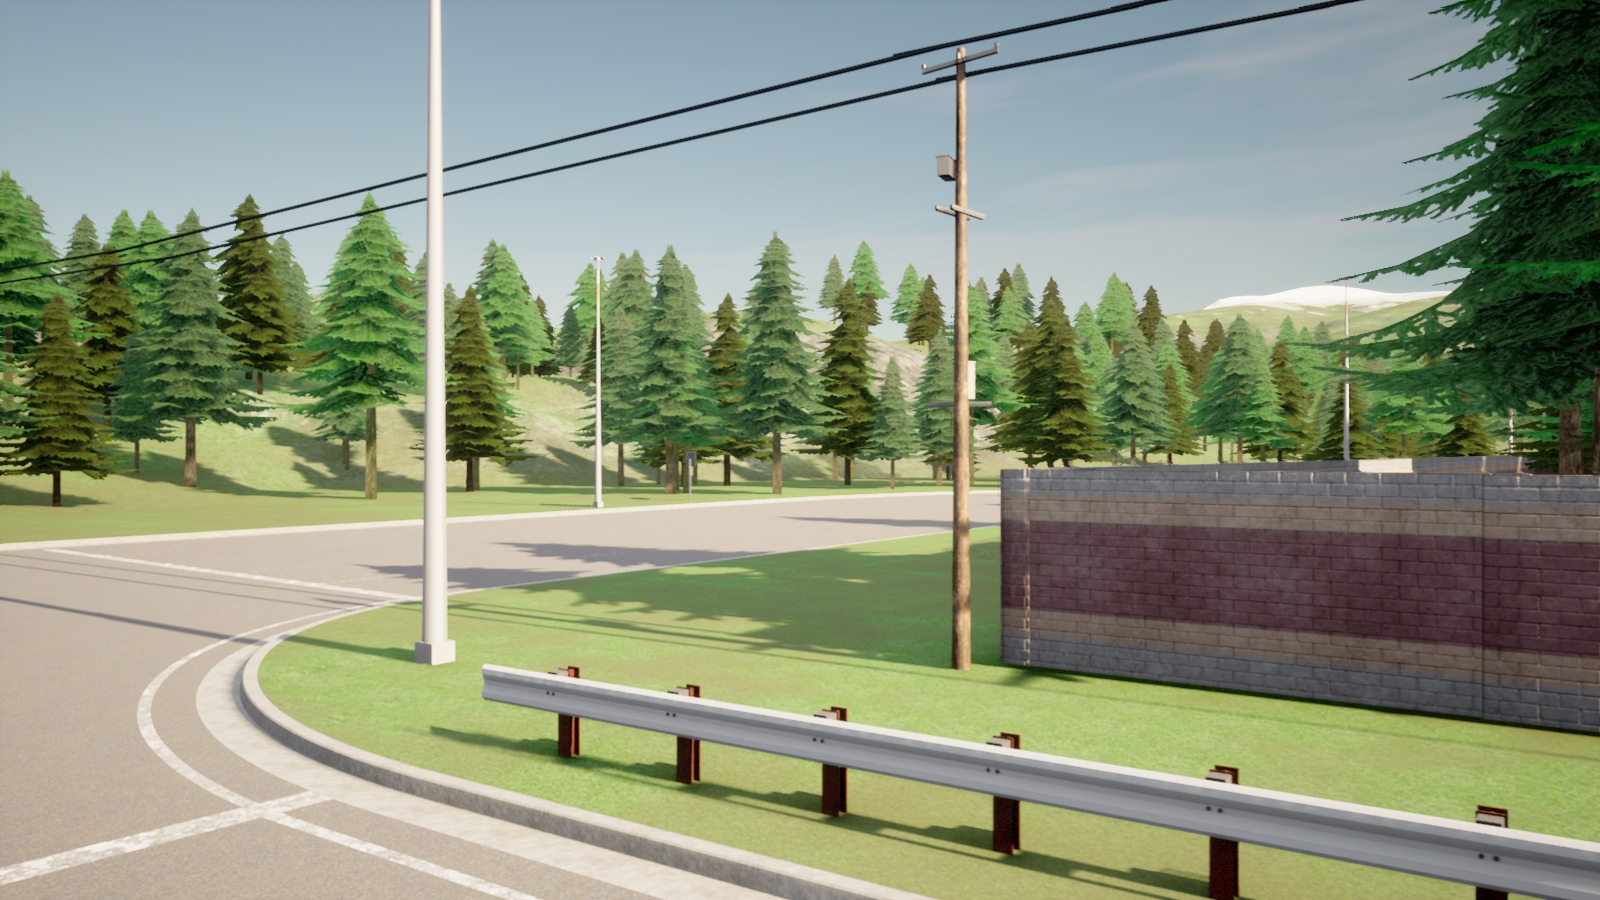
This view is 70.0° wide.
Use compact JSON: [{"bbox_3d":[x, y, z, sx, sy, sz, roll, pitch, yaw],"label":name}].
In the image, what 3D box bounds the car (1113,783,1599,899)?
[{"bbox_3d":[3.080,1.982,1.632,5.238,1.638,2.097,0,0,35],"label":"car"}]
